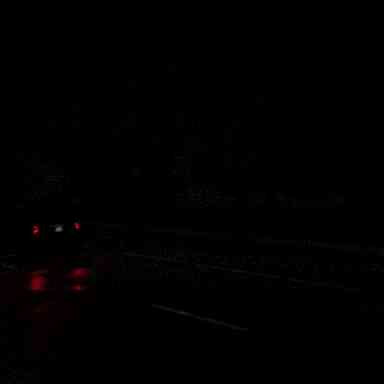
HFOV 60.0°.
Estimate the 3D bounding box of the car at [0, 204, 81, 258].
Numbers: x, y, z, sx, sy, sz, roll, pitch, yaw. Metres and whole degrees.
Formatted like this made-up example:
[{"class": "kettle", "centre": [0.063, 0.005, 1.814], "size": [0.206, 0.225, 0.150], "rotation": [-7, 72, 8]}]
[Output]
[{"class": "car", "centre": [-6.362, 1.311, 12.817], "size": [4.553, 1.767, 2.097], "rotation": [0, 0, 36]}]
